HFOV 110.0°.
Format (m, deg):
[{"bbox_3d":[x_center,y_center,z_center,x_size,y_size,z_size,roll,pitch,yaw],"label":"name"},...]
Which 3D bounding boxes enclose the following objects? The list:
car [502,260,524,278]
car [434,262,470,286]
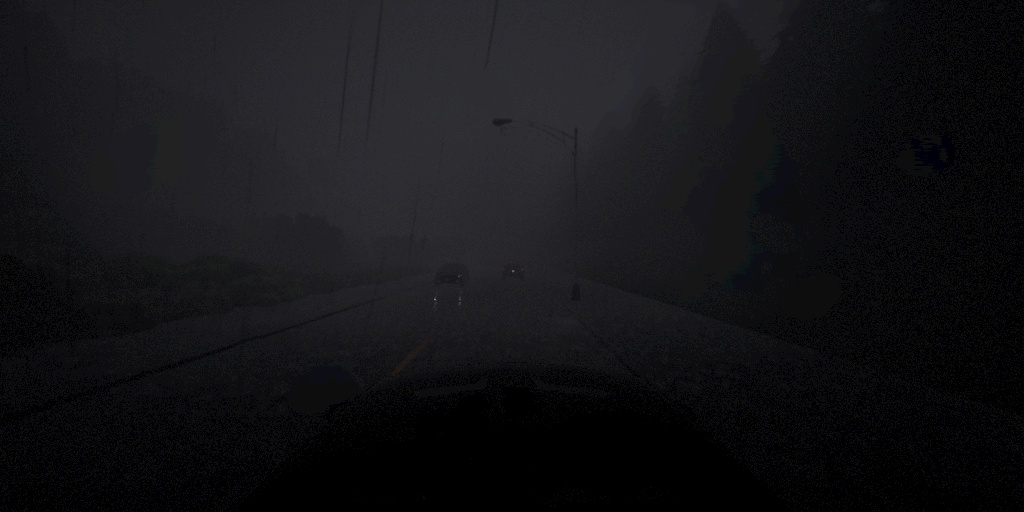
[{"bbox_3d":[0.105,1.295,32.963,1.994,1.385,4.181,0,0,0],"label":"car"},{"bbox_3d":[-4.090,1.214,25.113,1.882,1.535,5.008,0,0,0],"label":"car"}]
